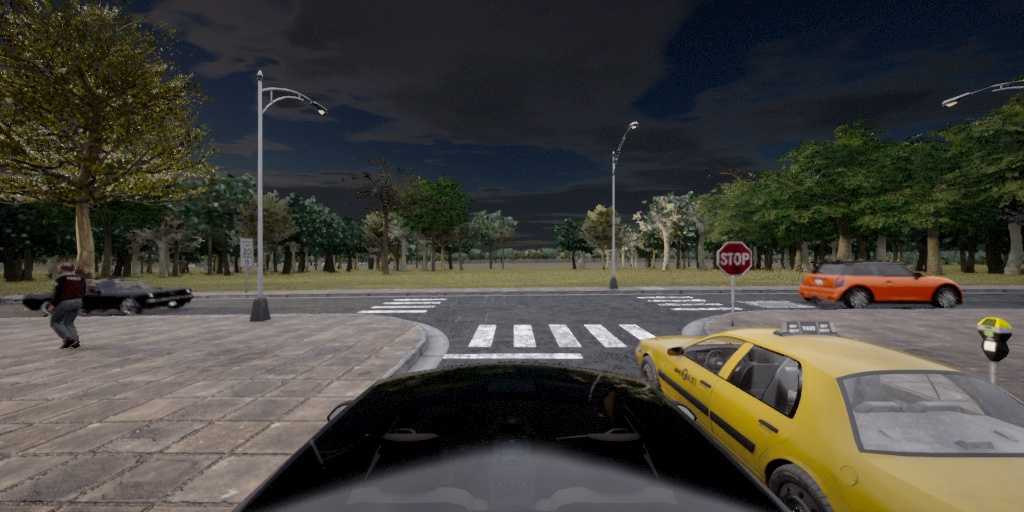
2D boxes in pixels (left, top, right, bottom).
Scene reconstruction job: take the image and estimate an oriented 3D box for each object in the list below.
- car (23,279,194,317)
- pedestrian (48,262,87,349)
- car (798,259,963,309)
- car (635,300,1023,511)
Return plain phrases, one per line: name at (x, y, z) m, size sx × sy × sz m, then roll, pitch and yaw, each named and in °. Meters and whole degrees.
car at (-15.093, 1.533, 13.633) m, size 4.718 × 1.301 × 1.895 m, roll -1°, pitch 0°, yaw 1°
pedestrian at (-9.148, 0.983, 7.400) m, size 0.375 × 1.860 × 0.375 m, roll 0°, pitch 0°, yaw 0°
car at (13.550, 0.969, 13.340) m, size 4.553 × 1.767 × 2.097 m, roll 0°, pitch 0°, yaw 1°
car at (2.643, 1.275, 3.485) m, size 1.751 × 1.417 × 4.829 m, roll 0°, pitch 0°, yaw 0°
